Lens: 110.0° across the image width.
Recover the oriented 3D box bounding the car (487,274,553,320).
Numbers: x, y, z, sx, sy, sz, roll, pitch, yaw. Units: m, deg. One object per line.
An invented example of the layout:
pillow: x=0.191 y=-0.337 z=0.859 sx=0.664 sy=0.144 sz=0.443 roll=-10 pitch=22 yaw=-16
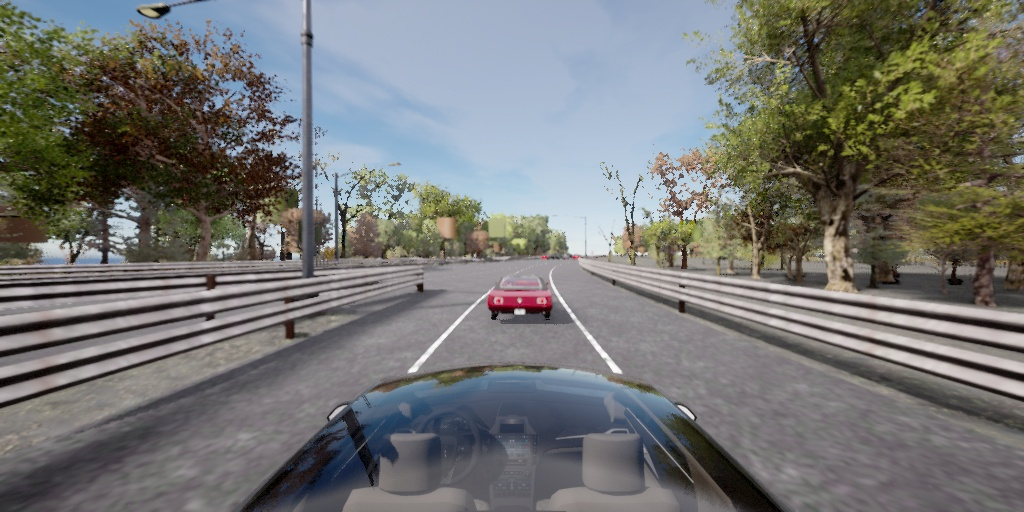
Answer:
car: x=0.332 y=1.265 z=12.296 sx=1.895 sy=1.301 sz=4.718 roll=0 pitch=0 yaw=3
